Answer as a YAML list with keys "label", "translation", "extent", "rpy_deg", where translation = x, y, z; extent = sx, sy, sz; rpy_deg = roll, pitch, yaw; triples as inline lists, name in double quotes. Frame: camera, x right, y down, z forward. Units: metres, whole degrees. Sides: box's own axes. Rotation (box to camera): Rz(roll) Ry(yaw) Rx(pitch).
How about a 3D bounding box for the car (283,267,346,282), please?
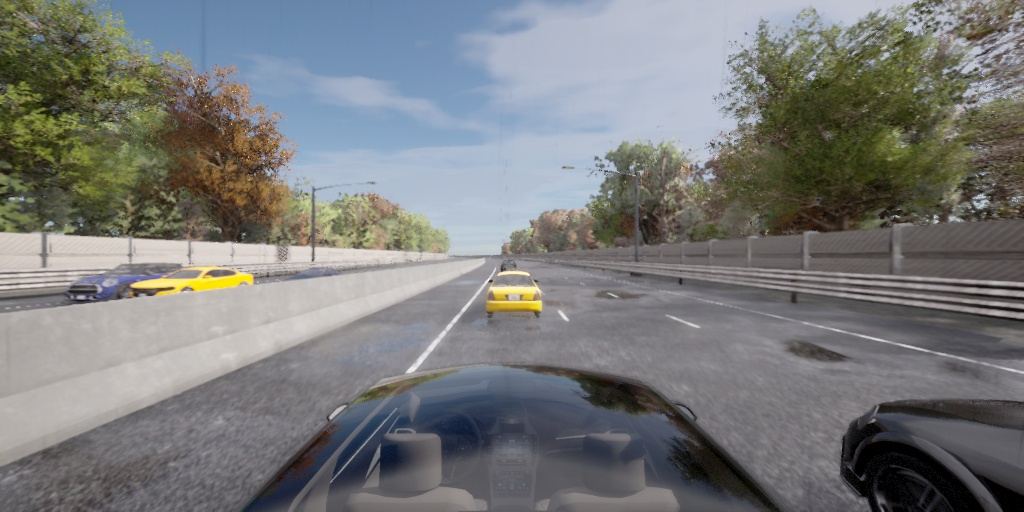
- label: "car"
  translation: [-10.627, 1.323, 19.696]
  extent: [1.994, 1.385, 4.181]
  rpy_deg: [0, 0, 0]

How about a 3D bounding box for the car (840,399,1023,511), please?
- label: "car"
  translation: [3.592, 1.313, 1.076]
  extent: [1.994, 1.385, 4.181]
  rpy_deg: [0, 0, 0]

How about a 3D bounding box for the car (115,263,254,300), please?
- label: "car"
  translation: [-14.125, 1.235, 16.205]
  extent: [1.882, 1.535, 5.008]
  rpy_deg: [0, 0, 0]

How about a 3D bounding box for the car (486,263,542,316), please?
- label: "car"
  translation: [0.051, 1.210, 13.237]
  extent: [1.801, 1.575, 5.366]
  rpy_deg: [0, 0, 0]

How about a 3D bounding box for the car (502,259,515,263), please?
- label: "car"
  translation: [-0.426, 1.195, 44.190]
  extent: [2.033, 1.649, 4.856]
  rpy_deg: [0, 0, -1]

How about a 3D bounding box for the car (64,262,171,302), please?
- label: "car"
  translation: [-17.626, 1.110, 16.906]
  extent: [2.097, 1.767, 4.553]
  rpy_deg: [0, 0, 0]
